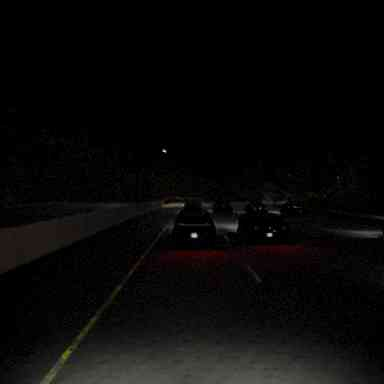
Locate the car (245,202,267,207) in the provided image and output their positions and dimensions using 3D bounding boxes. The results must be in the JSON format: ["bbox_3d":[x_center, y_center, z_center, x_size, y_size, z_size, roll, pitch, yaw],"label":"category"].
[{"bbox_3d":[7.093,1.773,37.026,2.033,1.411,5.357,0,0,0],"label":"car"}]

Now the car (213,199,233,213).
[{"bbox_3d":[3.586,1.595,39.840,2.097,1.767,4.553,0,0,0],"label":"car"}]

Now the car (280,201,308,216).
[{"bbox_3d":[10.595,1.705,34.903,2.128,1.511,4.902,0,0,0],"label":"car"}]

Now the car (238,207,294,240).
[{"bbox_3d":[3.600,1.708,17.629,1.895,1.301,4.718,0,0,0],"label":"car"}]

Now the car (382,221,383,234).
[{"bbox_3d":[10.600,1.569,14.899,1.882,1.535,5.008,0,0,0],"label":"car"}]

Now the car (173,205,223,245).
[{"bbox_3d":[0.099,1.589,16.088,2.128,1.511,4.902,0,0,0],"label":"car"}]

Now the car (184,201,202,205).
[{"bbox_3d":[0.092,1.705,37.423,1.882,1.535,5.008,0,0,0],"label":"car"}]
